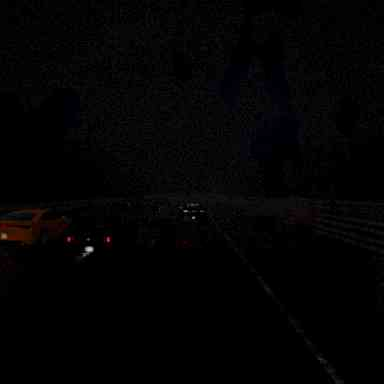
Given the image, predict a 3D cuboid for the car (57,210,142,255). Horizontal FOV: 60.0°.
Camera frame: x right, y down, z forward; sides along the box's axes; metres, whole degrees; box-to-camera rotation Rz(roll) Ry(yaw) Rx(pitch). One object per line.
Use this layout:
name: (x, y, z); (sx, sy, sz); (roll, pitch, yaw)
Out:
car: (-3.406, 1.605, 13.295); (1.895, 1.301, 4.718); (0, 0, 0)

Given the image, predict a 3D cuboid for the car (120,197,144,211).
car: (-6.905, 1.356, 38.500); (2.097, 1.767, 4.553); (0, 0, 0)

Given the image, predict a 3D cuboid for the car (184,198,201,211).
car: (0.099, 1.586, 42.814); (2.033, 1.411, 5.357); (0, 0, 0)

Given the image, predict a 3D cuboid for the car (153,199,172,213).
car: (-3.400, 1.537, 38.059); (1.837, 1.490, 4.892); (0, 0, 0)

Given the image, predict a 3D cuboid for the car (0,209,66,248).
car: (-6.901, 1.484, 14.762); (1.882, 1.535, 5.008); (0, 0, 0)

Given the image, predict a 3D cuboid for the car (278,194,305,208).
car: (15.720, 1.393, 52.941); (2.150, 2.045, 5.566); (0, 0, -16)

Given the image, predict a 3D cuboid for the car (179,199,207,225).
car: (0.097, 1.507, 24.540); (2.128, 1.511, 4.902); (0, 0, 0)
